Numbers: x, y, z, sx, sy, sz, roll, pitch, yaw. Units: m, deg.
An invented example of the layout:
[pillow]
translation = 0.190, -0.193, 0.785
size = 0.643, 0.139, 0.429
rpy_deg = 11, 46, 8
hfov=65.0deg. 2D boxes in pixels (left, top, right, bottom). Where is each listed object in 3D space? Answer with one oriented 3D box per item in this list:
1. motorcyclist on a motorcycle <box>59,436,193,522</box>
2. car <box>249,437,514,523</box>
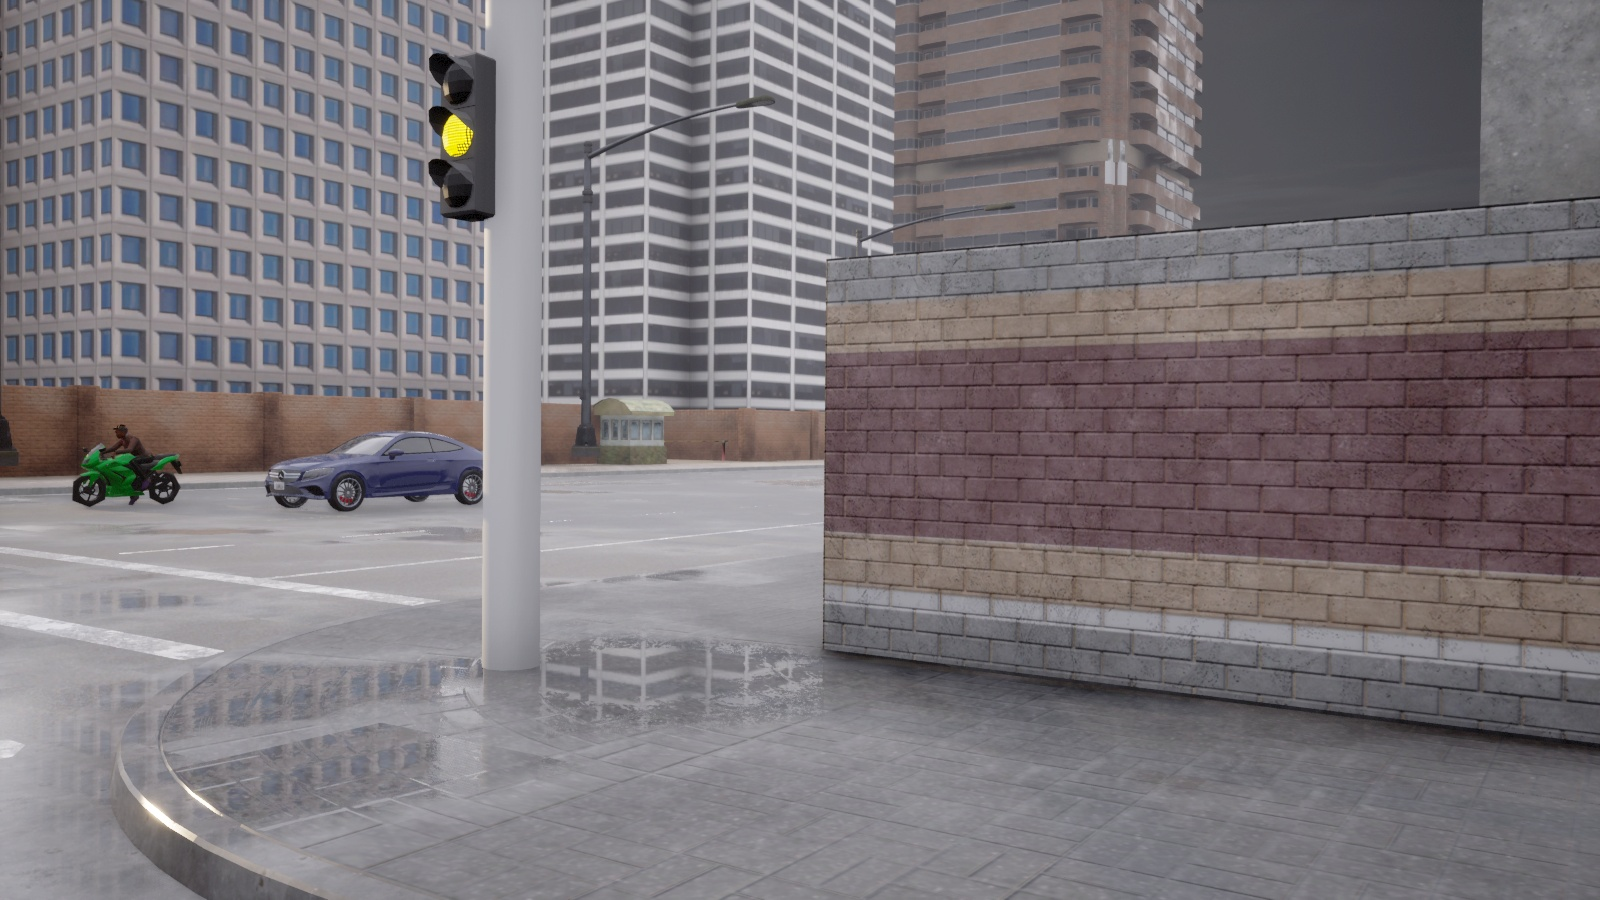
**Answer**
[motorcyclist on a motorcycle]
translation = -12.533, 0.507, 23.413
size = 0.797, 1.523, 2.044
rpy_deg = 0, 1, 34
[car]
translation = -7.867, 0.500, 24.070
size = 1.812, 1.442, 4.674
rpy_deg = 0, 1, 34
